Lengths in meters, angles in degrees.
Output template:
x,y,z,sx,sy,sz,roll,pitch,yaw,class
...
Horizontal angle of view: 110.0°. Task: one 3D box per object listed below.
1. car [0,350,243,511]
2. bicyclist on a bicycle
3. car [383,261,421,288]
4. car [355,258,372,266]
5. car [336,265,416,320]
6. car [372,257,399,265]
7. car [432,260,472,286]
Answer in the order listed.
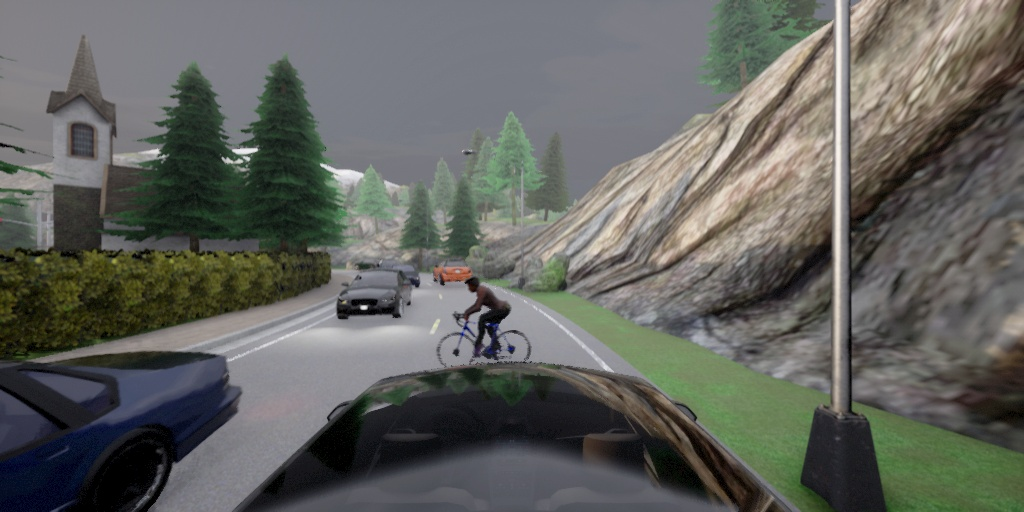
x,y,z,sx,sy,sz,roll,pitch,yaw,class
-3.663,1.299,1.308,2.033,1.411,5.357,0,0,-1,car
-0.500,1.190,6.271,1.656,1.620,0.582,-2,0,-3,bicyclist on a bicycle
-7.035,1.232,23.081,2.033,1.411,5.357,0,0,-20,car
-16.799,0.977,42.866,4.553,1.767,2.097,0,0,36,car
-4.659,1.221,12.670,1.837,1.490,4.892,0,0,-10,car
-9.729,1.018,28.769,2.097,1.767,4.553,0,0,-26,car
-4.247,1.030,25.098,2.097,1.767,4.553,0,0,-20,car
